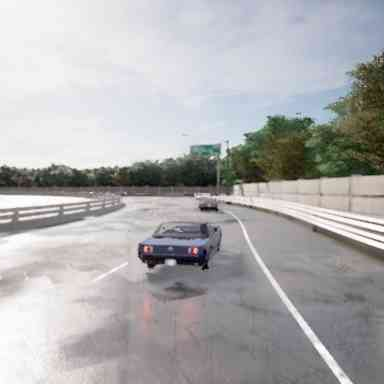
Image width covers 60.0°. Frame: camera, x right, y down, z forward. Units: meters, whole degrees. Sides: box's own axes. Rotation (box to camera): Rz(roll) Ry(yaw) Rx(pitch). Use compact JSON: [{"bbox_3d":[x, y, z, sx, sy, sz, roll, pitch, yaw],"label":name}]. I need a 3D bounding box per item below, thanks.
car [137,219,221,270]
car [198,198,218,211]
[{"bbox_3d":[-0.131,1.535,10.855,1.895,1.301,4.718,0,0,11],"label":"car"},{"bbox_3d":[1.713,1.351,37.113,1.994,1.385,4.181,0,0,-3],"label":"car"}]
